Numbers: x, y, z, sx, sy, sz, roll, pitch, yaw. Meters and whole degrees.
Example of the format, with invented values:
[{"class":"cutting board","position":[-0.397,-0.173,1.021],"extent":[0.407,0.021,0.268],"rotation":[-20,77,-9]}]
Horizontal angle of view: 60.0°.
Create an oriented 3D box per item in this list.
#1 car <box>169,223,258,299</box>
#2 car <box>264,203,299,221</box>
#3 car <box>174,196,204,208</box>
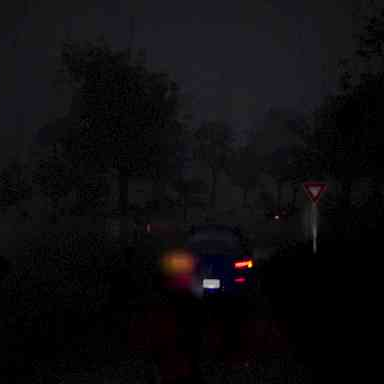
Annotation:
[{"class":"car","position":[0.589,1.508,8.380],"extent":[1.812,1.442,4.674],"rotation":[0,0,6]},{"class":"car","position":[7.181,1.546,26.333],"extent":[1.895,1.301,4.718],"rotation":[0,0,27]},{"class":"car","position":[-0.697,1.259,45.030],"extent":[4.553,1.767,2.097],"rotation":[0,0,28]}]
